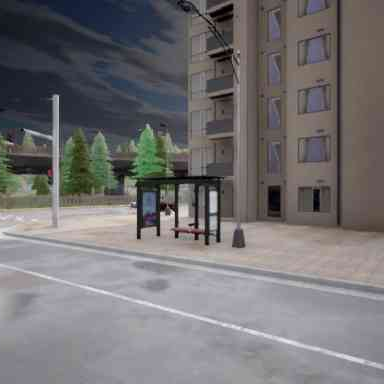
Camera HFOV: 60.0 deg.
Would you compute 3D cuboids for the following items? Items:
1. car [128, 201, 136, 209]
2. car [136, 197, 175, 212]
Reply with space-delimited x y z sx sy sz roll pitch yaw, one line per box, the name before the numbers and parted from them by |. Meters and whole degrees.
car | -6.288 1.465 44.128 1.812 1.442 4.674 0 0 41
car | -3.470 1.293 36.265 2.097 1.767 4.553 0 0 37
